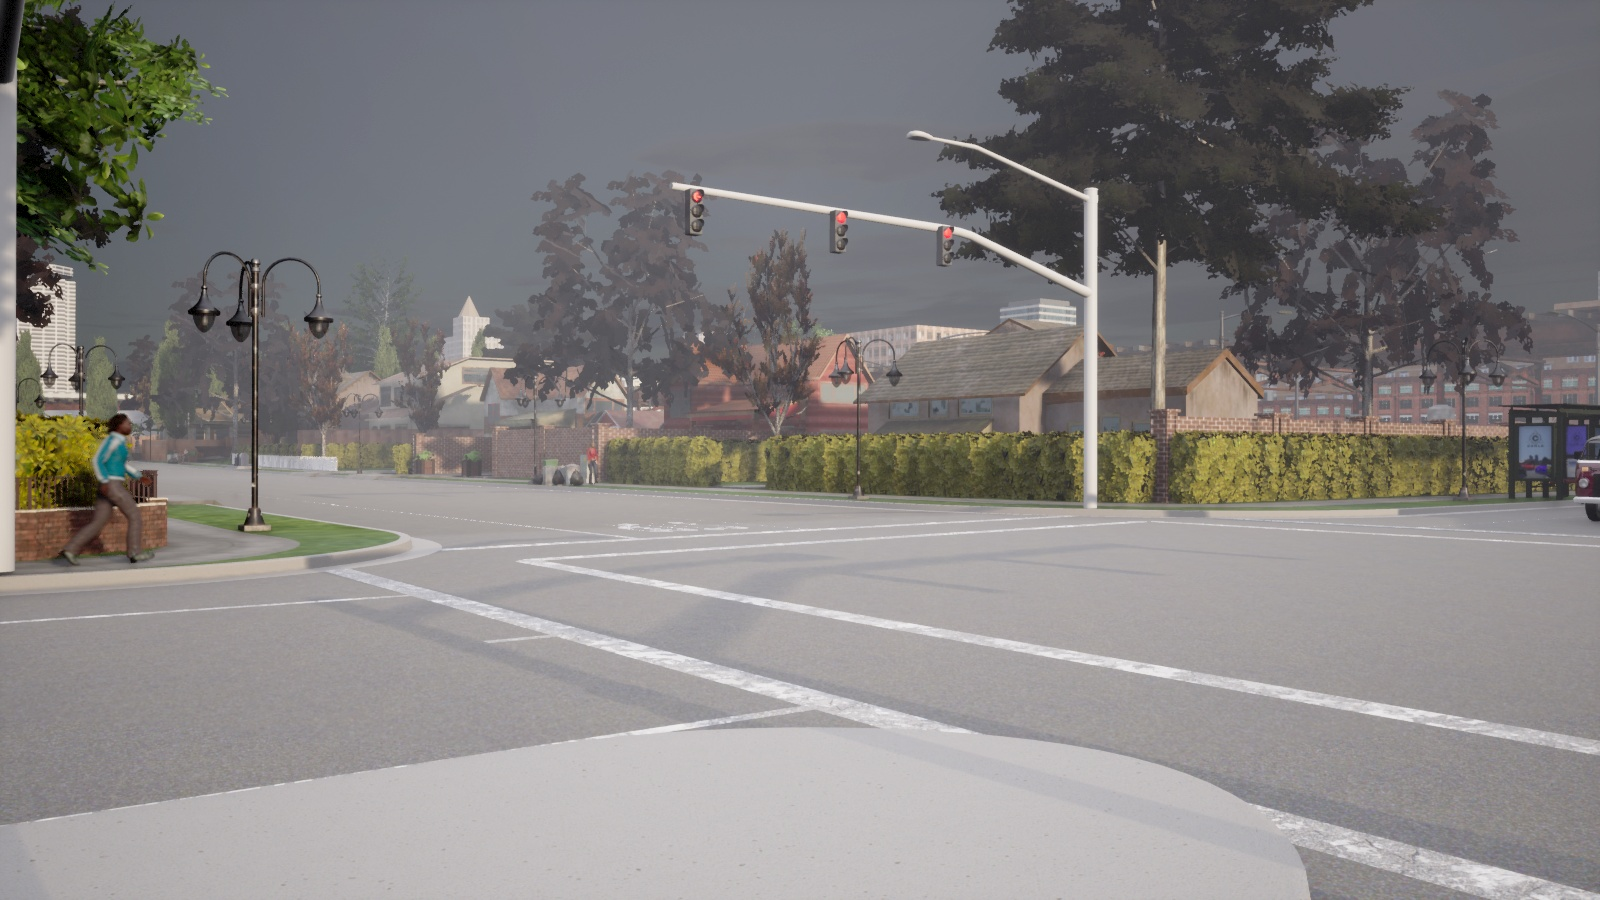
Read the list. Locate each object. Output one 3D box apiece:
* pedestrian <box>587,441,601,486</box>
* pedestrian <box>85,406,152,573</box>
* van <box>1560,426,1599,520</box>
[{"bbox_3d":[-8.596,0.556,52.384,0.331,1.846,0.636,0,0,-36],"label":"pedestrian"},{"bbox_3d":[-8.063,0.457,14.864,0.692,1.930,0.396,0,0,-28],"label":"pedestrian"},{"bbox_3d":[19.198,0.497,28.227,4.480,2.038,2.069,0,0,-37],"label":"van"}]
